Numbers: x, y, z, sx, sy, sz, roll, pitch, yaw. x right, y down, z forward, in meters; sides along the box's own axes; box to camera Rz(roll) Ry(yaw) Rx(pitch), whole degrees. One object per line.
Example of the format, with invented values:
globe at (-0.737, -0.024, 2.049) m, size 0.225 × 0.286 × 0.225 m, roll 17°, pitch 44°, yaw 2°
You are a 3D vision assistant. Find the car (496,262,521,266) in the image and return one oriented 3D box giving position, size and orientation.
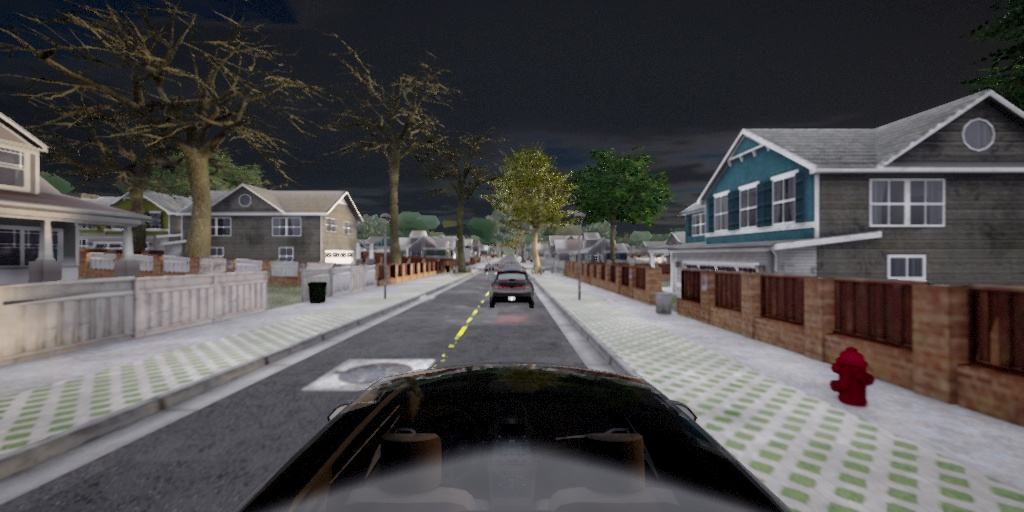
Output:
car at (-0.003, 1.298, 30.921) m, size 2.097 × 1.767 × 4.553 m, roll 0°, pitch 0°, yaw 0°

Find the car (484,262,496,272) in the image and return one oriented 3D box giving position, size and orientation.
car at (-2.765, 1.560, 50.265) m, size 1.994 × 1.385 × 4.181 m, roll 0°, pitch 0°, yaw 0°

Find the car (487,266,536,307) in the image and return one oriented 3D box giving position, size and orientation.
car at (0.001, 1.378, 16.137) m, size 1.837 × 1.490 × 4.892 m, roll 0°, pitch 0°, yaw 0°
